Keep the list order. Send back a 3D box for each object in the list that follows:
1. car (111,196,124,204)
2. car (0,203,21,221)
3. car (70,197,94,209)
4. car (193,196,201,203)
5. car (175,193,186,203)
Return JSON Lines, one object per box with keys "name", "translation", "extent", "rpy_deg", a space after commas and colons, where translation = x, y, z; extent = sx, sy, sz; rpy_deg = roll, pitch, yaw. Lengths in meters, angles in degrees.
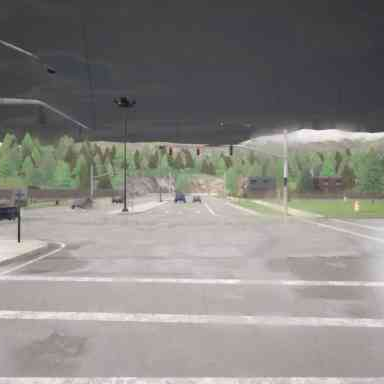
{"name": "car", "translation": [-14.155, 1.479, 64.248], "extent": [1.882, 1.535, 5.008], "rpy_deg": [0, 0, 1]}
{"name": "car", "translation": [-14.830, 1.547, 24.579], "extent": [2.033, 1.411, 5.357], "rpy_deg": [0, 0, 1]}
{"name": "car", "translation": [-14.540, 1.501, 44.260], "extent": [1.837, 1.490, 4.892], "rpy_deg": [0, 1, 1]}
{"name": "car", "translation": [1.022, 1.547, 69.888], "extent": [2.033, 1.411, 5.357], "rpy_deg": [0, 0, 1]}
{"name": "car", "translation": [-2.489, 1.223, 70.398], "extent": [2.150, 2.045, 5.566], "rpy_deg": [0, 0, 1]}
